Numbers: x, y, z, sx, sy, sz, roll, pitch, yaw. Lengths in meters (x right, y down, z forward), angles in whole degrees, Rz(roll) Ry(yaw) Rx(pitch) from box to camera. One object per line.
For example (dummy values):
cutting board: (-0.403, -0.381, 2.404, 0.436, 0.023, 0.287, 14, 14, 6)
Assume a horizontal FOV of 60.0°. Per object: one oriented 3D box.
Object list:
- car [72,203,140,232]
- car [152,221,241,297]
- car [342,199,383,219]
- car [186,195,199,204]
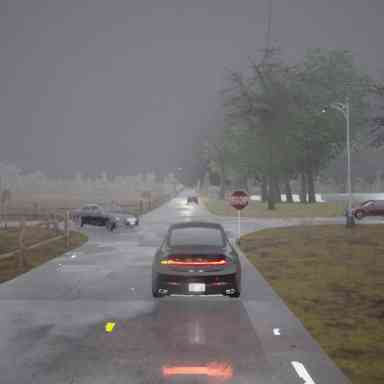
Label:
car: (-5.153, 1.431, 19.735, 4.902, 1.511, 2.128, 0, 0, 38)
car: (0.095, 1.506, 8.532, 1.837, 1.490, 4.892, 0, 0, 0)
car: (14.075, 1.300, 25.683, 4.674, 1.442, 1.812, -1, -1, 0)
car: (0.093, 1.296, 60.049, 1.837, 1.490, 4.892, 0, 1, 0)
